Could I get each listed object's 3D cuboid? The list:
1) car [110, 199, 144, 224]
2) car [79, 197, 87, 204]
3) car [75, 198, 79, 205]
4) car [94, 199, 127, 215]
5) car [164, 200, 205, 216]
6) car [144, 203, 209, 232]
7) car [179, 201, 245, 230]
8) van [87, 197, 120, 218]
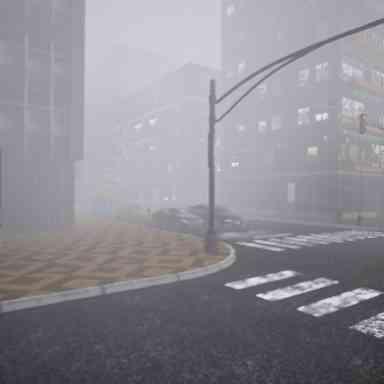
[{"bbox_3d":[-4.181,1.519,24.789,1.752,1.417,4.829,1,0,-36],"label":"car"},{"bbox_3d":[-20.675,1.552,62.166,1.752,1.417,4.829,1,0,-36],"label":"car"},{"bbox_3d":[-19.029,1.633,50.106,1.895,1.301,4.718,1,0,-36],"label":"car"},{"bbox_3d":[-8.744,1.529,35.602,1.812,1.442,4.674,1,0,-36],"label":"car"},{"bbox_3d":[-0.871,1.596,34.551,1.752,1.417,4.829,1,0,-36],"label":"car"},{"bbox_3d":[-0.981,1.587,20.325,1.802,1.307,4.206,1,0,-36],"label":"car"},{"bbox_3d":[1.356,1.534,21.499,1.837,1.490,4.892,1,1,-34],"label":"car"},{"bbox_3d":[-7.580,1.325,29.531,1.690,1.788,3.998,1,0,-36],"label":"van"}]
